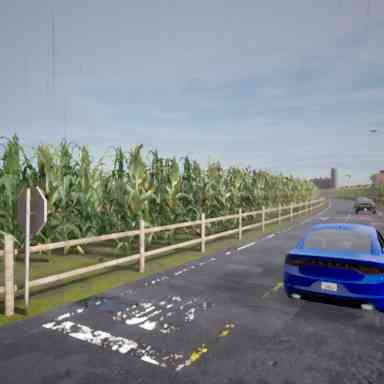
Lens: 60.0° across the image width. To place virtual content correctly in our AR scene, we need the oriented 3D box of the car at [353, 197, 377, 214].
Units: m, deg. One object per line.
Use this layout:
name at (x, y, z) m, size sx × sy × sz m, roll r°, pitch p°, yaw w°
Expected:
car at (18.307, 1.500, 35.154) m, size 1.837 × 1.490 × 4.892 m, roll 0°, pitch 0°, yaw 27°

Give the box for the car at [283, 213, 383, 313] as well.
car at (3.614, 1.477, 7.875) m, size 1.882 × 1.535 × 5.008 m, roll 0°, pitch 0°, yaw 30°

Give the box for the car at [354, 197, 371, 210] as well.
car at (22.673, 1.494, 44.343) m, size 1.837 × 1.490 × 4.892 m, roll 0°, pitch 0°, yaw 24°
